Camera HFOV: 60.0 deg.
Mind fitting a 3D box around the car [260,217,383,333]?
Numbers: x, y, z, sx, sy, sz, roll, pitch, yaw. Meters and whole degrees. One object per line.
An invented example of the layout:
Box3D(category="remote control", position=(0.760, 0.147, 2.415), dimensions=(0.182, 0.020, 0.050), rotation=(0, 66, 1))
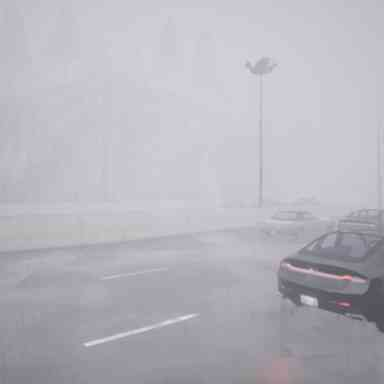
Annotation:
Box3D(category="car", position=(3.767, 1.503, 6.745), dimensions=(4.902, 1.511, 2.128), rotation=(0, 0, -38))

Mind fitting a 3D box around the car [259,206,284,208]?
Box3D(category="car", position=(10.131, 1.675, 41.019), dimensions=(1.895, 1.301, 4.718), rotation=(0, 0, 43))

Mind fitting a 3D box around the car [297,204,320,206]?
Box3D(category="car", position=(13.345, 1.420, 39.381), dimensions=(2.097, 1.767, 4.553), rotation=(0, 0, 43))

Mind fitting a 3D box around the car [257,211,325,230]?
Box3D(category="car", position=(5.555, 1.631, 17.177), dimensions=(4.718, 1.301, 1.895), rotation=(0, 0, -40))

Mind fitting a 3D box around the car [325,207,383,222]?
Box3D(category="car", position=(8.367, 1.516, 15.003), dimensions=(4.902, 1.511, 2.128), rotation=(0, 0, -40))
